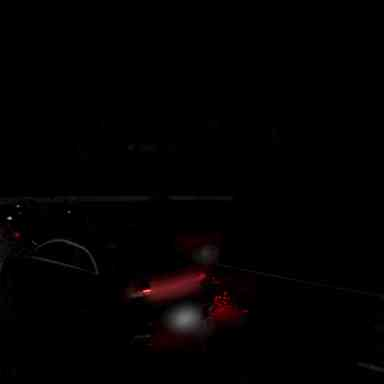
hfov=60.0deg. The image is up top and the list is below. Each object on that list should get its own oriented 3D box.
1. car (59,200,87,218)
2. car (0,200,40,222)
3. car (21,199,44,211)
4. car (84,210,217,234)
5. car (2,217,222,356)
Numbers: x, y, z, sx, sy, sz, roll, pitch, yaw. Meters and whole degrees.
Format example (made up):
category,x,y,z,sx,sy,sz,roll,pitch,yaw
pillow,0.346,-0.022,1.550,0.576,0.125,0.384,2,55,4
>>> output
category,x,y,z,sx,sy,sz,roll,pitch,yaw
car,-10.452,1.421,29.436,2.128,1.511,4.902,0,0,-11
car,-13.094,1.507,25.005,1.895,1.301,4.718,0,0,-16
car,-17.868,1.436,36.233,1.994,1.385,4.181,0,0,-1
car,-1.311,1.474,10.531,1.882,1.535,5.008,0,0,-43
car,-1.857,1.481,6.141,4.902,1.511,2.128,0,0,43
